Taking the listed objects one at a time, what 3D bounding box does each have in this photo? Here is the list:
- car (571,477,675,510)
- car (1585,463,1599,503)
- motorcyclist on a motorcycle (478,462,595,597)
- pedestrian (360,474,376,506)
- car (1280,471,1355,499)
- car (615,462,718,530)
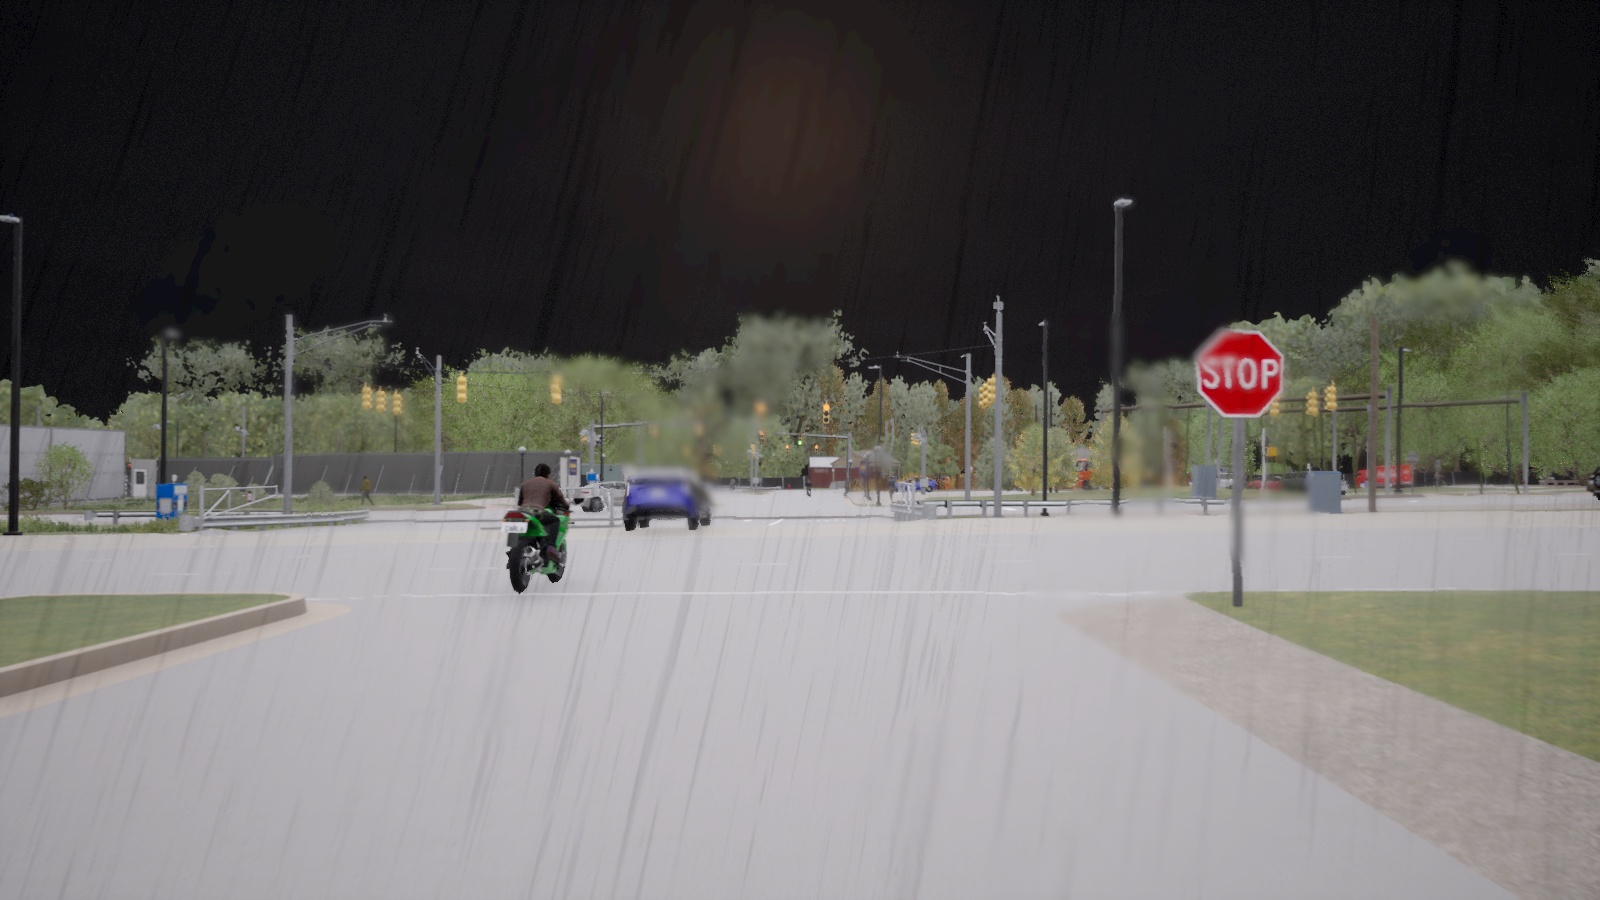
[{"bbox_3d":[-9.350,2.262,66.187,5.027,1.651,2.152,0,-1,-23],"label":"car"},{"bbox_3d":[39.913,1.523,59.161,4.605,1.855,1.932,-1,-1,0],"label":"car"},{"bbox_3d":[-3.145,0.917,15.213,0.797,1.523,2.044,0,-1,6],"label":"motorcyclist on a motorcycle"},{"bbox_3d":[-24.797,2.305,72.063,0.726,1.835,0.370,1,-1,0],"label":"pedestrian"},{"bbox_3d":[35.401,2.401,86.054,1.932,1.855,4.605,1,-3,-26],"label":"car"},{"bbox_3d":[-3.228,1.152,31.158,2.007,1.525,4.514,-1,-2,1],"label":"car"}]
